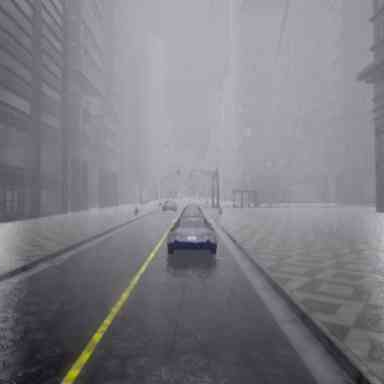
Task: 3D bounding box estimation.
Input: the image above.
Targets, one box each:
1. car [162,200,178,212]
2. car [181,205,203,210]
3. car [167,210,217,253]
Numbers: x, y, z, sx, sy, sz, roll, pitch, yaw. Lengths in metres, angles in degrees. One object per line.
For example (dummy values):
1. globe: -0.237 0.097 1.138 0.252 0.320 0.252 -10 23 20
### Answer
1. car: -2.981 1.940 45.443 1.837 1.490 4.892 0 -1 0
2. car: 0.018 1.841 29.310 1.994 1.385 4.181 0 -1 0
3. car: 0.012 1.701 14.352 1.994 1.385 4.181 0 0 0
